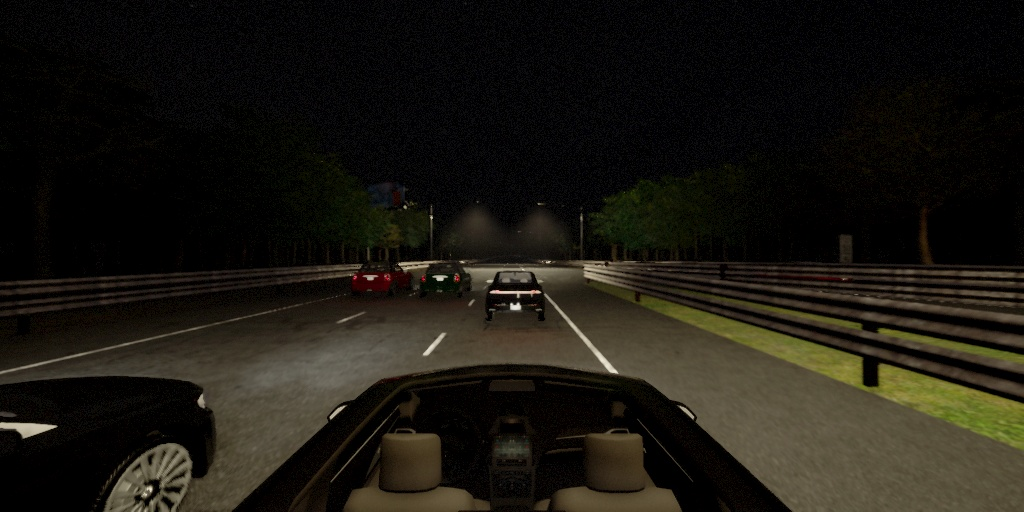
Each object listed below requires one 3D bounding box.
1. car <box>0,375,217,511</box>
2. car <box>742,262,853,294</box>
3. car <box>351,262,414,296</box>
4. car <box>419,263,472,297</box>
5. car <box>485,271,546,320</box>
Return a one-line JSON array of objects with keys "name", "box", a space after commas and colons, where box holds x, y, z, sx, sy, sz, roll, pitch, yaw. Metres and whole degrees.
[{"name": "car", "box": [-3.400, 1.241, 1.015, 2.128, 1.511, 4.902, 0, 0, 0]}, {"name": "car", "box": [13.844, 1.027, 17.828, 2.163, 1.488, 4.792, 0, 0, -14]}, {"name": "car", "box": [-6.897, 1.128, 19.582, 2.097, 1.767, 4.553, 0, 0, 0]}, {"name": "car", "box": [-3.397, 1.127, 19.073, 2.097, 1.767, 4.553, 0, 0, 0]}, {"name": "car", "box": [0.103, 1.253, 12.601, 2.128, 1.511, 4.902, 0, 0, 0]}]
